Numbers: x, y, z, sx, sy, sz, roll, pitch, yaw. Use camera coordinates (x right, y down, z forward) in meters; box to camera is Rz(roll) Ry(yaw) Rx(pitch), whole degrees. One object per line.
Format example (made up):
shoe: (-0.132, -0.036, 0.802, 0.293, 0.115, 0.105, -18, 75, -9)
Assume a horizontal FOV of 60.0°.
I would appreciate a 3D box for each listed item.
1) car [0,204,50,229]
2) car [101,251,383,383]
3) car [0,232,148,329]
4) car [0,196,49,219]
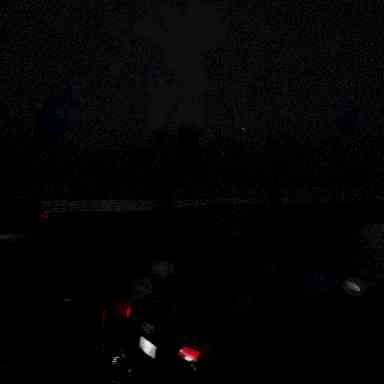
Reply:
car: (-12.104, 1.542, 21.148, 5.357, 1.411, 2.033, 0, 0, -35)
car: (1.173, 1.554, 4.581, 4.181, 1.385, 1.994, 0, 0, -35)
car: (-2.791, 1.475, 6.054, 5.008, 1.535, 1.882, 0, 0, -35)
car: (-9.259, 1.220, 14.581, 5.566, 2.045, 2.150, 0, 0, -35)
